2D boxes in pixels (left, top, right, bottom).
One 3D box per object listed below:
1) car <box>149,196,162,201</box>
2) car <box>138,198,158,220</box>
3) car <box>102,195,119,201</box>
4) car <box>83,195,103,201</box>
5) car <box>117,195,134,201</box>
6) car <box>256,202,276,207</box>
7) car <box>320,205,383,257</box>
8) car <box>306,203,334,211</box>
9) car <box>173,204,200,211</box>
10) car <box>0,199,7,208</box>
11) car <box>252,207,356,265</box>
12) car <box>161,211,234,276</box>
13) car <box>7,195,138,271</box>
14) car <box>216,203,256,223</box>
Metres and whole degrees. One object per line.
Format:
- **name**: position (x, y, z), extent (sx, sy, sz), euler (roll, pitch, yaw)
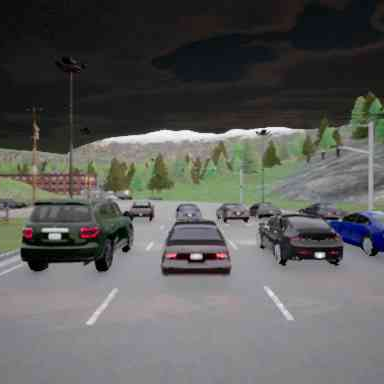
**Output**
- **car**: position (-9.735, 1.603, 87.256), extent (1.994, 1.385, 4.181), euler (0, 0, -41)
- **car**: position (-4.144, 1.509, 27.825), extent (2.128, 1.511, 4.902), euler (0, 0, -5)
- **car**: position (-22.007, 1.576, 89.228), extent (4.674, 1.442, 1.812), euler (0, 0, 35)
- **car**: position (-26.183, 1.591, 87.914), extent (5.357, 1.411, 2.033), euler (0, 0, 32)
- **car**: position (-18.236, 1.553, 90.702), extent (4.892, 1.490, 1.837), euler (0, 0, 39)
- **car**: position (6.256, 1.581, 29.155), extent (1.994, 1.385, 4.181), euler (0, 0, -6)
- **car**: position (7.073, 1.486, 13.084), extent (1.882, 1.535, 5.008), euler (0, 0, 0)
- **car**: position (10.071, 1.563, 25.859), extent (2.033, 1.411, 5.357), euler (0, 0, -4)
- **car**: position (-0.341, 1.562, 24.436), extent (2.033, 1.411, 5.357), euler (0, 0, -4)
- **car**: position (-25.106, 1.549, 40.343), extent (4.674, 1.442, 1.812), euler (0, 0, -1)
- **car**: position (3.589, 1.512, 11.762), extent (1.837, 1.490, 4.892), euler (0, 0, 0)
- **car**: position (0.094, 1.554, 10.274), extent (2.033, 1.411, 5.357), euler (0, 0, 0)
- **car**: position (-3.413, 1.225, 10.978), extent (2.150, 2.045, 5.566), euler (0, 0, 0)
- **car**: position (3.055, 1.563, 25.882), extent (2.033, 1.411, 5.357), euler (0, 0, -4)
